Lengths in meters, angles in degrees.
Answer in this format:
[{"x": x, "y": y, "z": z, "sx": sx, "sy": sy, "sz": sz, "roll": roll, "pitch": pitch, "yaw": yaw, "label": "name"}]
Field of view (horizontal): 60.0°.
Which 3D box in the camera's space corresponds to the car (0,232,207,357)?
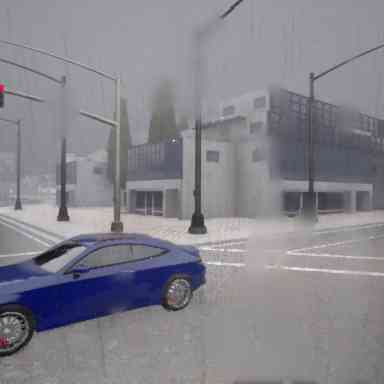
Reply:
[{"x": -1.815, "y": 1.526, "z": 6.156, "sx": 4.674, "sy": 1.442, "sz": 1.812, "roll": 0, "pitch": 0, "yaw": -38, "label": "car"}]
